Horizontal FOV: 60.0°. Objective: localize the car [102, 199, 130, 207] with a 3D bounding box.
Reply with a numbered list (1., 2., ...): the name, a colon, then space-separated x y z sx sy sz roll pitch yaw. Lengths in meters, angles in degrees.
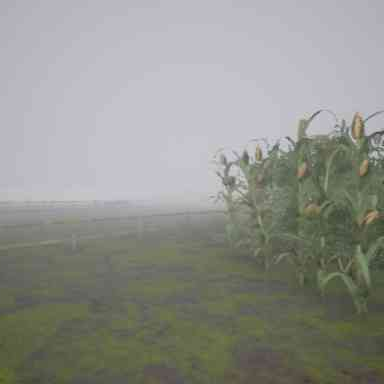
1. car: -12.445 1.814 54.425 1.895 1.301 4.718 0 0 36
